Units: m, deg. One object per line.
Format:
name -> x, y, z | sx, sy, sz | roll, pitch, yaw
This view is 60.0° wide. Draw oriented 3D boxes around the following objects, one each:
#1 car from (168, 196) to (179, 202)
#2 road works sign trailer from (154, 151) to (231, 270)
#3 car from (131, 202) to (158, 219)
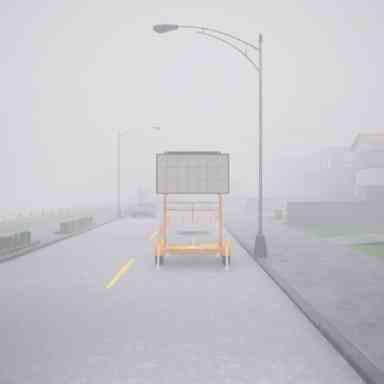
car -> -3.851, 1.551, 70.275 | 1.994, 1.385, 4.181 | 0, 0, 0
road works sign trailer -> 0.022, 0.464, 11.029 | 2.380, 3.560, 2.880 | 0, 0, 0
car -> -4.040, 1.547, 29.184 | 2.033, 1.411, 5.357 | 0, 0, 0
